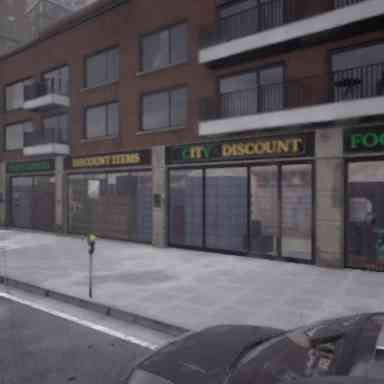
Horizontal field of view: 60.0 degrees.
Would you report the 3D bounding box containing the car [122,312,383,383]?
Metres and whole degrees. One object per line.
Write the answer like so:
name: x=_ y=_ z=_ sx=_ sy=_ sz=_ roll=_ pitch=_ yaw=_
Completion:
car: x=1.366 y=1.551 z=2.097 sx=4.403 sy=1.369 sz=2.008 roll=-1 pitch=0 yaw=35
